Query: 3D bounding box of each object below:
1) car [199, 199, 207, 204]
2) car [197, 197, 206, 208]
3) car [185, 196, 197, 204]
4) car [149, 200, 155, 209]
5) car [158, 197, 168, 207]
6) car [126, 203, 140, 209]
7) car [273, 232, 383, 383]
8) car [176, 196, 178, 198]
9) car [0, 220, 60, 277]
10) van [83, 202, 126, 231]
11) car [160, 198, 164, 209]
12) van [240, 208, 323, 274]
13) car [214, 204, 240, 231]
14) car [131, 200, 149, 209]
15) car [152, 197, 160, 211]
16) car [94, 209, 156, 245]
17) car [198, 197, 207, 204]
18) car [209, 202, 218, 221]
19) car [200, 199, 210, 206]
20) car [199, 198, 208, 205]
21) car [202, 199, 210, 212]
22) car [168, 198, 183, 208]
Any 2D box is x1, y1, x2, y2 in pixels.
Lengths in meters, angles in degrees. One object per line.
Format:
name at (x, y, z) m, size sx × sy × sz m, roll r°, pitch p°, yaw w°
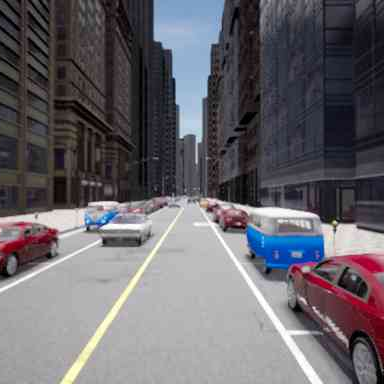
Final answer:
car at (2.709, 2.367, 83.437) m, size 1.802 × 1.307 × 4.206 m, roll 0°, pitch -1°, yaw 0°
car at (2.309, 2.026, 61.071) m, size 1.801 × 1.575 × 5.366 m, roll 0°, pitch -1°, yaw 0°
car at (-0.053, 1.950, 79.616) m, size 2.097 × 1.767 × 4.553 m, roll 0°, pitch -1°, yaw 0°
car at (-5.786, 1.924, 38.606) m, size 1.947 × 1.339 × 4.313 m, roll 0°, pitch -1°, yaw 0°
car at (-5.796, 1.830, 55.413) m, size 2.192 × 1.841 × 5.009 m, roll 0°, pitch -1°, yaw 0°
car at (-5.779, 1.837, 27.402) m, size 1.802 × 1.307 × 4.206 m, roll 0°, pitch -1°, yaw 0°
car at (2.761, 1.592, 5.011) m, size 1.887 × 1.381 × 4.507 m, roll 0°, pitch -1°, yaw 0°
car at (-5.823, 2.336, 94.622) m, size 1.967 × 1.590 × 4.097 m, roll 0°, pitch -1°, yaw 0°
car at (-5.768, 1.644, 10.599) m, size 1.887 × 1.381 × 4.507 m, roll 0°, pitch -1°, yaw 0°
van at (-5.774, 1.544, 21.804) m, size 1.690 × 1.788 × 3.998 m, roll 0°, pitch -1°, yaw 0°
car at (-5.794, 2.028, 49.808) m, size 1.947 × 1.339 × 4.313 m, roll 0°, pitch -1°, yaw 0°
van at (2.758, 1.440, 10.614) m, size 1.690 × 1.788 × 3.998 m, roll 0°, pitch -1°, yaw 0°
car at (2.750, 1.748, 21.817) m, size 1.887 × 1.381 × 4.507 m, roll 0°, pitch -1°, yaw 0°
car at (-5.782, 1.747, 33.006) m, size 1.967 × 1.590 × 4.097 m, roll 0°, pitch -1°, yaw 0°
car at (-5.790, 1.850, 44.208) m, size 1.967 × 1.590 × 4.097 m, roll 0°, pitch -1°, yaw 0°
car at (-3.113, 1.755, 16.530) m, size 1.895 × 1.301 × 4.718 m, roll 0°, pitch -1°, yaw 0°
car at (2.706, 2.155, 89.041) m, size 2.192 × 1.841 × 5.009 m, roll 0°, pitch -1°, yaw 0°
car at (2.747, 1.695, 27.420) m, size 1.967 × 1.590 × 4.097 m, roll 0°, pitch -1°, yaw 0°
car at (2.716, 2.226, 72.233) m, size 2.008 × 1.369 × 4.403 m, roll 0°, pitch -1°, yaw 0°
car at (2.713, 2.170, 77.837) m, size 1.967 × 1.590 × 4.097 m, roll 0°, pitch -1°, yaw 0°
car at (2.735, 1.955, 44.224) m, size 1.887 × 1.381 × 4.507 m, roll 0°, pitch -1°, yaw 0°
car at (-3.092, 2.143, 58.363) m, size 1.895 × 1.301 × 4.718 m, roll 0°, pitch -1°, yaw 1°
